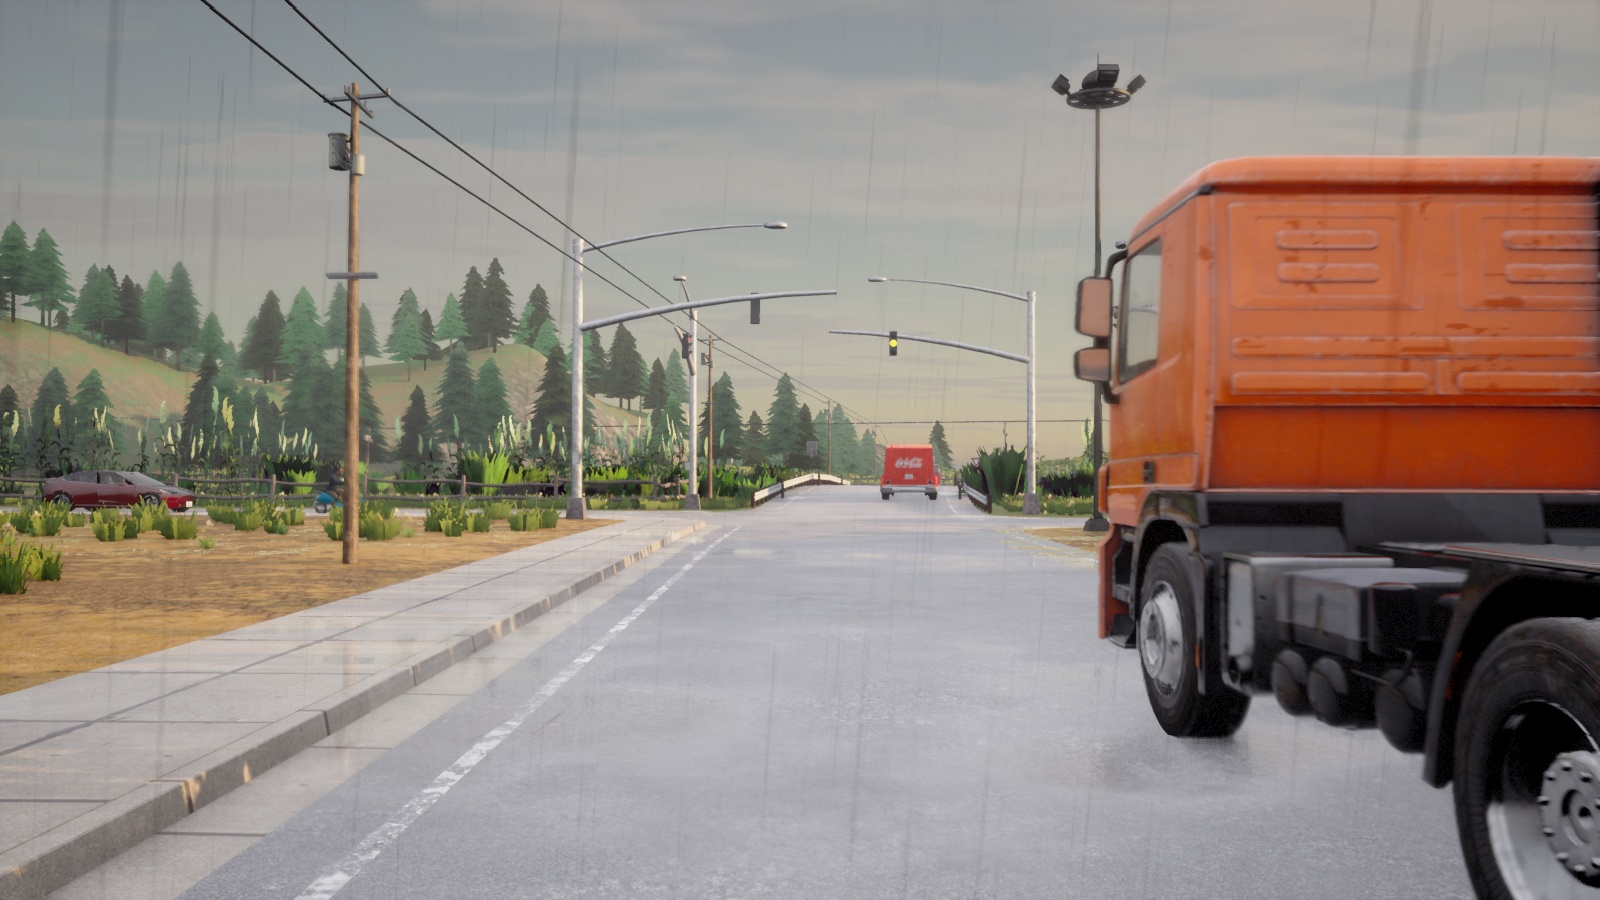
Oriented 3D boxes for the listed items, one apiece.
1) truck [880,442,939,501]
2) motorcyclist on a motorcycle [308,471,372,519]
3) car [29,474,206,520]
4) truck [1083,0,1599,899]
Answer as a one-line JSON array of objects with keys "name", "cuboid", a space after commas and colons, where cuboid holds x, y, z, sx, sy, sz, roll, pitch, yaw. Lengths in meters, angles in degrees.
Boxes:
[{"name": "truck", "cuboid": [5.093, 0.928, 58.331, 2.627, 2.467, 5.204, 0, 2, 5]}, {"name": "motorcyclist on a motorcycle", "cuboid": [-15.328, 1.496, 41.867, 1.817, 1.590, 0.866, 0, -1, 3]}, {"name": "car", "cuboid": [-22.884, 1.579, 42.235, 4.792, 1.488, 2.163, 0, -1, 3]}, {"name": "truck", "cuboid": [3.516, -0.094, 5.222, 2.891, 3.462, 7.936, 0, -1, 0]}]
